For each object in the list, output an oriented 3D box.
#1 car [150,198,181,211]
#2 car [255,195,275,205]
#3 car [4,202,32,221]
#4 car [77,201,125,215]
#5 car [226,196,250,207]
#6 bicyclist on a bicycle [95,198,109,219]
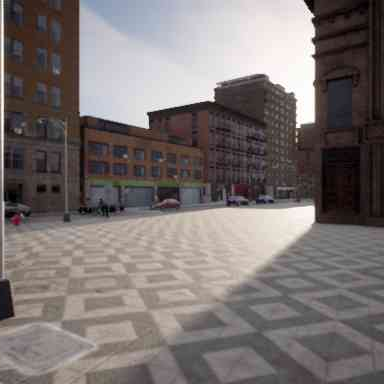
[{"bbox_3d":[-3.301,1.527,41.974,1.812,1.442,4.674,0,0,36],"label":"car"},{"bbox_3d":[13.115,1.324,59.283,2.097,1.767,4.553,0,0,36],"label":"car"},{"bbox_3d":[-15.007,1.517,25.774,2.128,1.511,4.902,0,0,36],"label":"car"},{"bbox_3d":[-9.202,1.614,33.821,1.895,1.301,4.718,0,0,36],"label":"car"},{"bbox_3d":[7.115,1.337,50.962,2.097,1.767,4.553,0,0,36],"label":"car"},{"bbox_3d":[-7.062,1.320,26.131,1.656,1.620,0.582,0,0,36],"label":"bicyclist on a bicycle"}]
